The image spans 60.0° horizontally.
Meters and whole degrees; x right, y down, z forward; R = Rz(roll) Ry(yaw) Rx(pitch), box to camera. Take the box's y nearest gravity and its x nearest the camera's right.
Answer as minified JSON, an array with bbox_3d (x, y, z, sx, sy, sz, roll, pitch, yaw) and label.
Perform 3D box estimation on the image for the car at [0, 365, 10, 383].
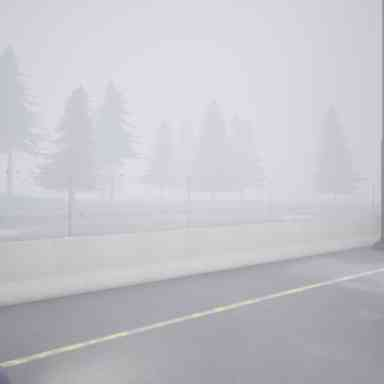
[{"bbox_3d":[-3.332,1.520,1.310,4.674,1.442,1.812,0,0,-36],"label":"car"}]
